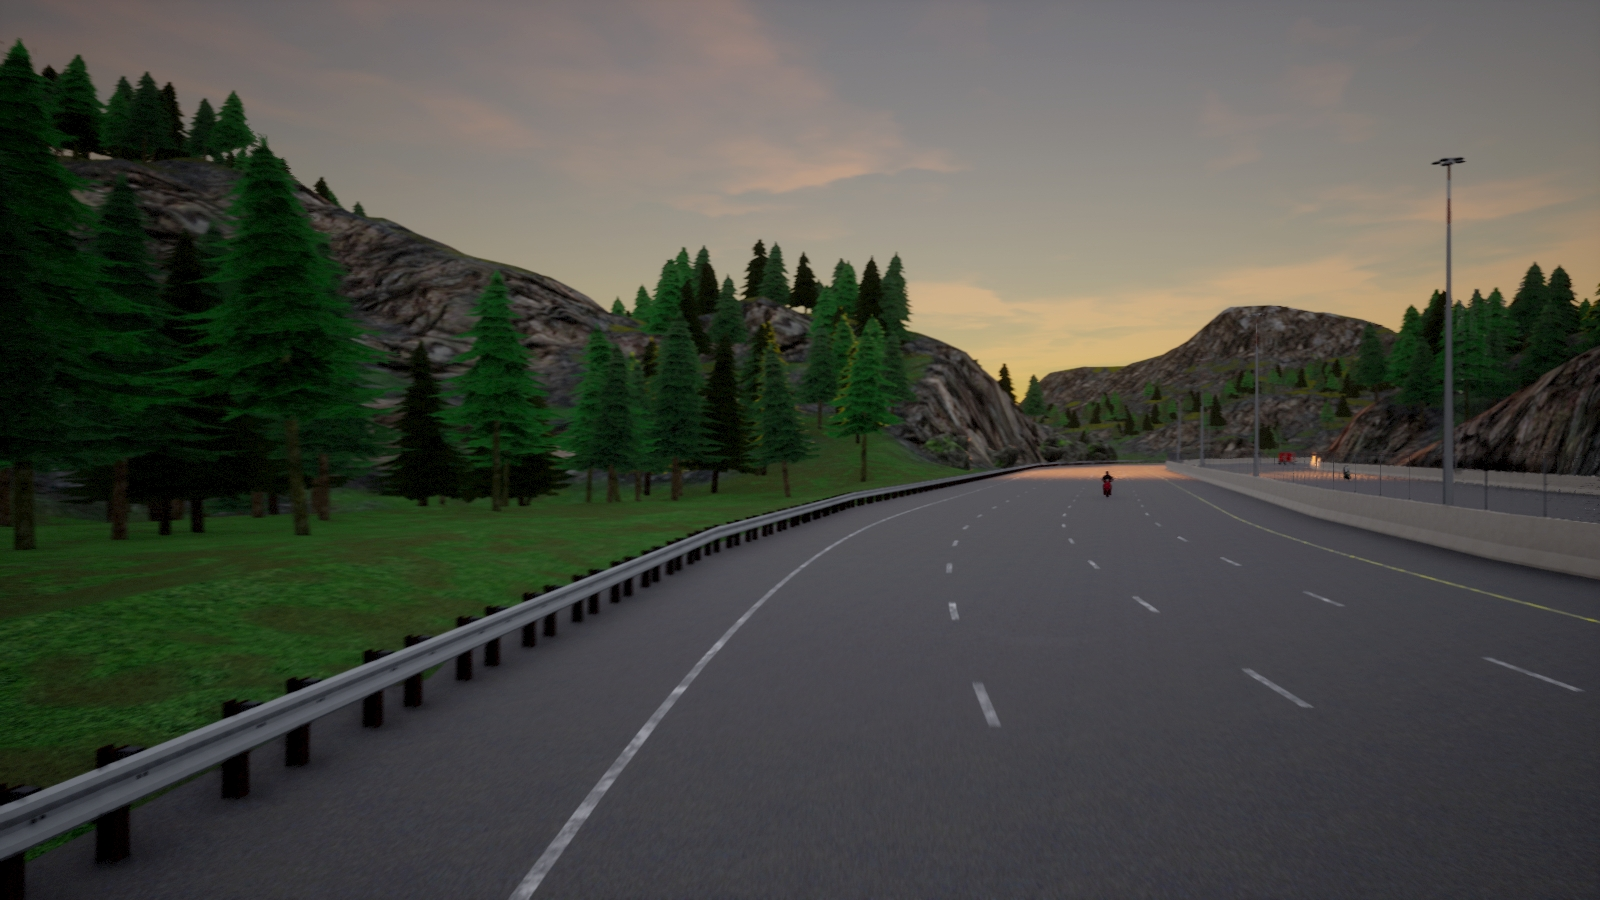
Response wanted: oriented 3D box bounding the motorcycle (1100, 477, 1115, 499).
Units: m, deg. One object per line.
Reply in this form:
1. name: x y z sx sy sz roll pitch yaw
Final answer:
1. motorcycle: 17.975 2.208 66.814 0.856 1.236 1.805 0 0 15
